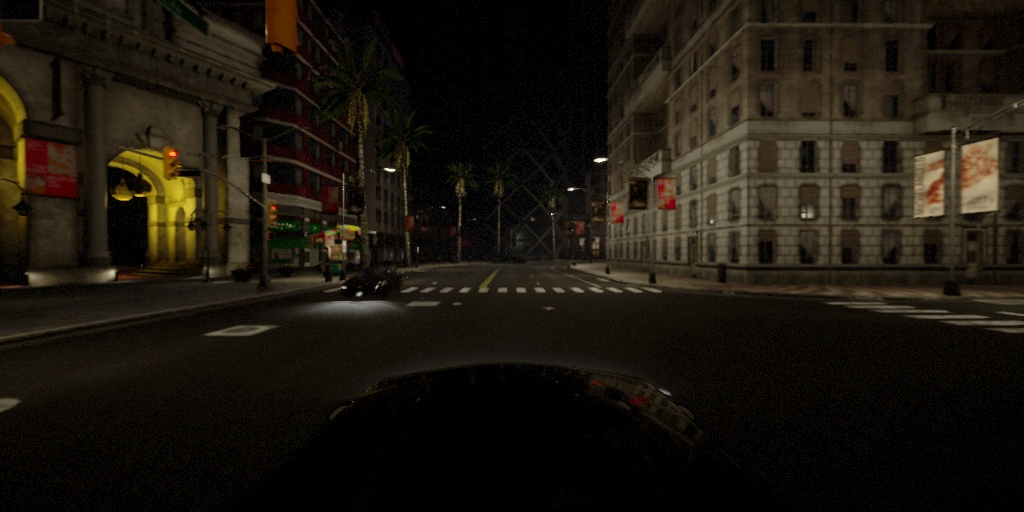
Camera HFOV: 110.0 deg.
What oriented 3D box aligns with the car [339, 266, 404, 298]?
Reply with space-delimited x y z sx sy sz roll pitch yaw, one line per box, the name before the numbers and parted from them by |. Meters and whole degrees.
car | -6.713 1.210 17.816 2.033 1.411 5.357 0 1 -6
